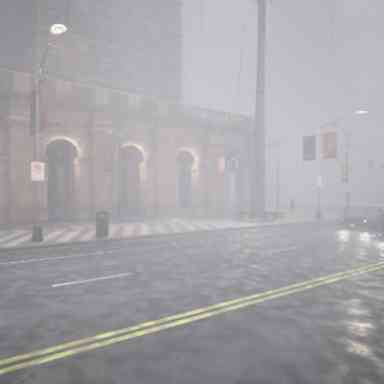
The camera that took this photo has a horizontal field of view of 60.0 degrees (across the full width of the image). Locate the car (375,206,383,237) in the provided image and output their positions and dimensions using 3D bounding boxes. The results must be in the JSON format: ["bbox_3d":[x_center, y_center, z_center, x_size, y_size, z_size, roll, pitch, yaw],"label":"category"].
[{"bbox_3d":[11.154,1.521,16.279,4.674,1.442,1.812,0,0,-35],"label":"car"}]

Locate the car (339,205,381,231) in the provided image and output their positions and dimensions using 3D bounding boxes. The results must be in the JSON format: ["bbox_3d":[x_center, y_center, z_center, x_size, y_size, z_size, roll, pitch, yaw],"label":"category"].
[{"bbox_3d":[11.424,1.542,20.749,5.357,1.411,2.033,0,0,-35],"label":"car"}]
